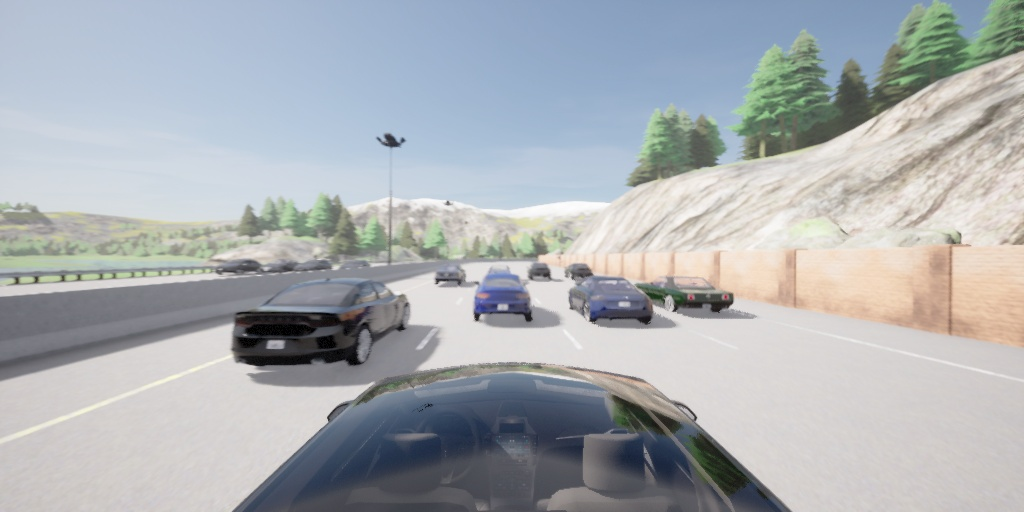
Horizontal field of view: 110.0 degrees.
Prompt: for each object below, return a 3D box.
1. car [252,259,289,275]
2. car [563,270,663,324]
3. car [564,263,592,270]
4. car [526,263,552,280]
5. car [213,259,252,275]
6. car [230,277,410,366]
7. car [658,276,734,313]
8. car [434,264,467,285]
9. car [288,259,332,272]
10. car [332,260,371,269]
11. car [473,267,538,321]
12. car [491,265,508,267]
[{"bbox_3d":[-22.442,1.049,35.132,2.128,1.511,4.902,1,0,-2],"label":"car"},{"bbox_3d":[3.169,1.363,12.334,1.994,1.385,4.181,1,0,-2],"label":"car"},{"bbox_3d":[5.884,1.362,32.271,1.837,1.490,4.892,1,0,-2],"label":"car"},{"bbox_3d":[2.384,1.324,32.206,1.837,1.490,4.892,1,0,-2],"label":"car"},{"bbox_3d":[-25.906,1.024,34.181,1.837,1.490,4.892,1,0,-2],"label":"car"},{"bbox_3d":[-3.665,1.197,7.906,1.882,1.535,5.008,1,0,-2],"label":"car"},{"bbox_3d":[6.591,1.440,14.490,1.895,1.301,4.718,1,0,-2],"label":"car"},{"bbox_3d":[-4.369,1.285,25.869,2.033,1.411,5.357,1,0,-2],"label":"car"},{"bbox_3d":[-18.912,1.100,34.424,1.837,1.490,4.892,1,-1,-2],"label":"car"},{"bbox_3d":[-15.451,1.137,35.456,1.837,1.490,4.892,1,0,-2],"label":"car"},{"bbox_3d":[-0.349,1.287,12.448,1.812,1.442,4.674,1,0,-2],"label":"car"},{"bbox_3d":[-1.055,1.381,30.586,1.895,1.301,4.718,1,0,-2],"label":"car"}]
